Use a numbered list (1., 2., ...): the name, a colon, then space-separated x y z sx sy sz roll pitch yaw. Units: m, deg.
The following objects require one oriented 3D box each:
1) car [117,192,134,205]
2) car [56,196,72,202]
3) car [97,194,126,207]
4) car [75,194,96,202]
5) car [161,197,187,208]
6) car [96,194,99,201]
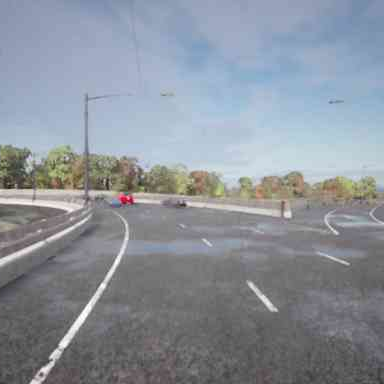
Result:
1. car: -11.259 1.059 54.047 2.150 2.045 5.566 0 0 -30
2. car: -26.846 1.455 69.598 1.895 1.301 4.718 -1 0 -44
3. car: -11.619 1.415 47.567 2.033 1.411 5.357 0 0 -28
4. car: -22.948 1.190 70.453 2.097 1.767 4.553 -1 0 -41
5. car: -2.446 1.378 44.559 2.033 1.411 5.357 0 0 -25
6. car: -19.665 1.166 71.970 2.097 1.767 4.553 -1 0 -41
